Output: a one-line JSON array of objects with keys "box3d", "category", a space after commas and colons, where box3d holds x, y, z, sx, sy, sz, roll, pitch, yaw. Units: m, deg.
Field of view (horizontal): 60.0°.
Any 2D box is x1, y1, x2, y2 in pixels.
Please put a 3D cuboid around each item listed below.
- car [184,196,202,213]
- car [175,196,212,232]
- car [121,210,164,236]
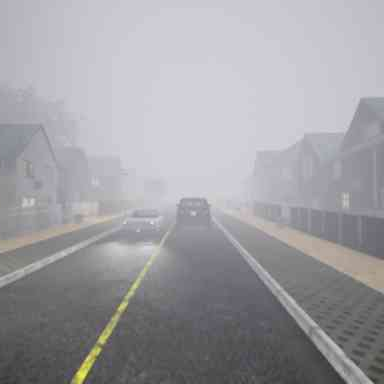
[{"box3d": [0.083, 1.529, 41.880, 2.150, 2.045, 5.566, 0, -1, 0], "category": "car"}, {"box3d": [0.091, 1.349, 21.374, 2.150, 2.045, 5.566, 0, 0, 0], "category": "car"}, {"box3d": [-2.775, 1.715, 19.467, 1.895, 1.301, 4.718, 0, 0, 0], "category": "car"}]
